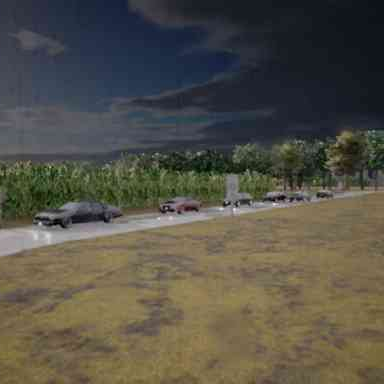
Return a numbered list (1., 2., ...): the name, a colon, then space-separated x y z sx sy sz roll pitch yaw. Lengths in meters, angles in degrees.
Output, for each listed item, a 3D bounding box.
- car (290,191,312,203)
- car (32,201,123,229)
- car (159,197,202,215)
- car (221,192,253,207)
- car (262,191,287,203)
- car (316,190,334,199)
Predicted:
1. car: 14.669 0.607 44.724 1.837 1.490 4.892 0 1 36
2. car: -6.554 1.250 19.799 2.033 1.411 5.357 0 1 34
3. car: -0.901 1.082 27.863 1.994 1.385 4.181 0 1 34
4. car: 4.994 0.833 36.152 1.837 1.490 4.892 0 1 36
5. car: 11.088 0.613 44.690 1.882 1.535 5.008 0 1 36
6. car: 22.097 0.339 55.206 1.882 1.535 5.008 0 1 35
